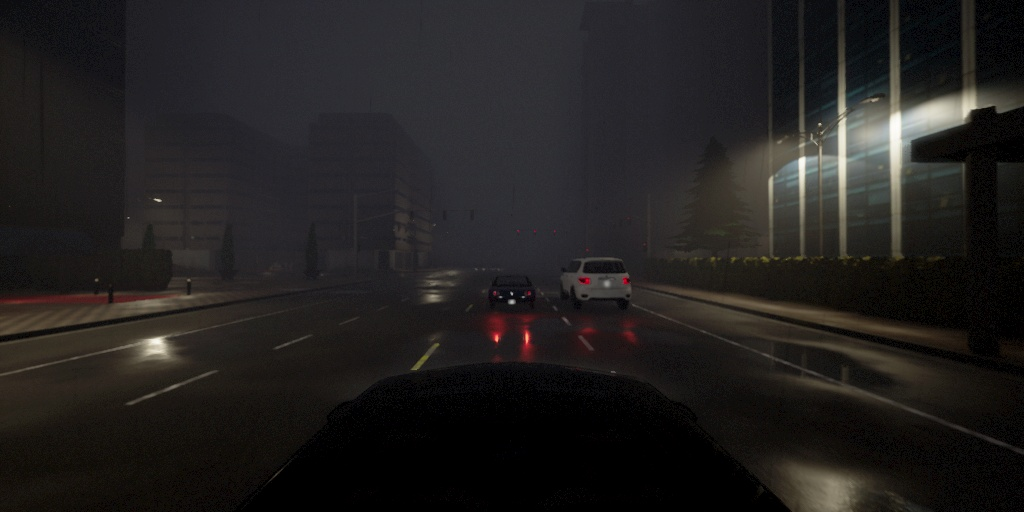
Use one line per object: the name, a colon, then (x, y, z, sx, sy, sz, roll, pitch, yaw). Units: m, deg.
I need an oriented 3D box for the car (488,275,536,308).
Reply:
car: (-0.002, 1.483, 15.945, 1.895, 1.301, 4.718, 0, 0, 0)

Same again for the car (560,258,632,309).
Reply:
car: (3.497, 1.098, 15.863, 2.150, 2.045, 5.566, 0, 0, 0)

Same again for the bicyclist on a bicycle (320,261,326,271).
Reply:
bicyclist on a bicycle: (-28.646, 1.542, 54.442, 0.582, 1.620, 1.656, 0, 0, 1)
